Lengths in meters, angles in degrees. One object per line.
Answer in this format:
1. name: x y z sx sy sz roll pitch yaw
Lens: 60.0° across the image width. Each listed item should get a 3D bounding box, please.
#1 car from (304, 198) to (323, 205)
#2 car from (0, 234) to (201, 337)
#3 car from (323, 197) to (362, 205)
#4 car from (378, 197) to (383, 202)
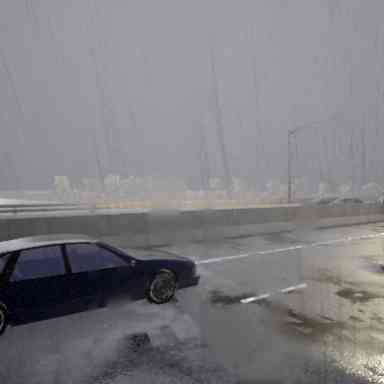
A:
1. car: 15.423 1.431 40.291 4.181 1.385 1.994 0 0 -34
2. car: -2.443 1.538 6.302 5.357 1.411 2.033 0 0 -35
3. car: 17.212 1.372 37.282 4.892 1.490 1.837 0 0 -34
4. car: 22.869 1.079 36.888 5.566 2.045 2.150 0 0 -34
